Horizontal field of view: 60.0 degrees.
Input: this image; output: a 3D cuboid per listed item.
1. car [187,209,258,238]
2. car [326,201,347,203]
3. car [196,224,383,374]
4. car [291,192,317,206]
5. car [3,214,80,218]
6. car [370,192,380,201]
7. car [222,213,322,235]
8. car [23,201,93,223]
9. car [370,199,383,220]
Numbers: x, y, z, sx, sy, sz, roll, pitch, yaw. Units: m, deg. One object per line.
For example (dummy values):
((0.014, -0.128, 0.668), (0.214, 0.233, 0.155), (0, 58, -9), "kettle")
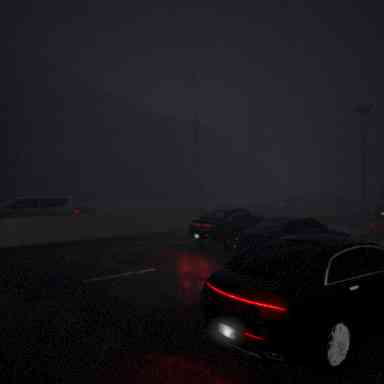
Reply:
((2.075, 1.469, 14.288), (4.902, 1.511, 2.128), (0, 0, -39), "car")
((20.998, 1.348, 47.183), (1.882, 1.535, 5.008), (0, 0, 41), "car")
((2.368, 1.491, 5.651), (4.892, 1.490, 1.837), (0, 0, -37), "car")
((18.545, 1.091, 55.063), (2.150, 2.045, 5.566), (0, 0, 40), "car")
((-9.296, 1.236, 18.981), (5.566, 2.045, 2.150), (0, 0, -37), "car")
((44.449, 0.970, 80.706), (2.150, 2.045, 5.566), (0, 0, 29), "car")
((3.371, 1.502, 10.845), (4.674, 1.442, 1.812), (0, 0, -38), "car")
((-10.670, 1.516, 26.763), (4.892, 1.490, 1.837), (0, 0, -38), "car")
((15.954, 1.438, 26.433), (4.674, 1.442, 1.812), (0, 0, -44), "car")
